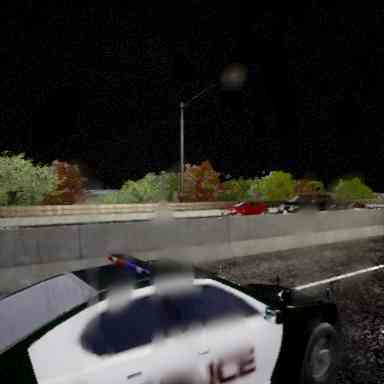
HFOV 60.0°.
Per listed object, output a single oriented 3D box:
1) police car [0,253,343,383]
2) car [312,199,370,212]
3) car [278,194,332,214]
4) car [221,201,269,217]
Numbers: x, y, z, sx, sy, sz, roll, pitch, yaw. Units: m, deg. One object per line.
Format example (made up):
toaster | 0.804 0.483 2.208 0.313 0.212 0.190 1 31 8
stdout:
police car | -0.271 1.505 3.676 4.974 1.542 2.038 0 0 -35
car | 11.474 1.511 24.844 4.892 1.490 1.837 0 0 -35
car | 9.668 1.226 27.856 5.566 2.045 2.150 0 0 -35
car | 4.670 1.527 28.646 4.674 1.442 1.812 0 0 -35
